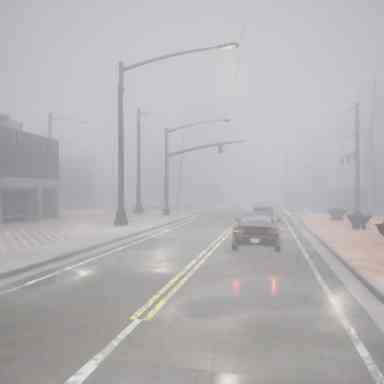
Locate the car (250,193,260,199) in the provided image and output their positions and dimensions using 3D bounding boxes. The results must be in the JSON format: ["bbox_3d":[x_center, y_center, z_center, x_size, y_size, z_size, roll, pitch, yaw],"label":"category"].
[{"bbox_3d":[17.112,1.517,91.975,1.812,1.442,4.674,0,0,13],"label":"car"}]

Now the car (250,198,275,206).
[{"bbox_3d":[6.090,1.532,28.506,1.812,1.442,4.674,0,0,13],"label":"car"}]

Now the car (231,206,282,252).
[{"bbox_3d":[2.725,1.532,13.889,1.812,1.442,4.674,0,0,13],"label":"car"}]
